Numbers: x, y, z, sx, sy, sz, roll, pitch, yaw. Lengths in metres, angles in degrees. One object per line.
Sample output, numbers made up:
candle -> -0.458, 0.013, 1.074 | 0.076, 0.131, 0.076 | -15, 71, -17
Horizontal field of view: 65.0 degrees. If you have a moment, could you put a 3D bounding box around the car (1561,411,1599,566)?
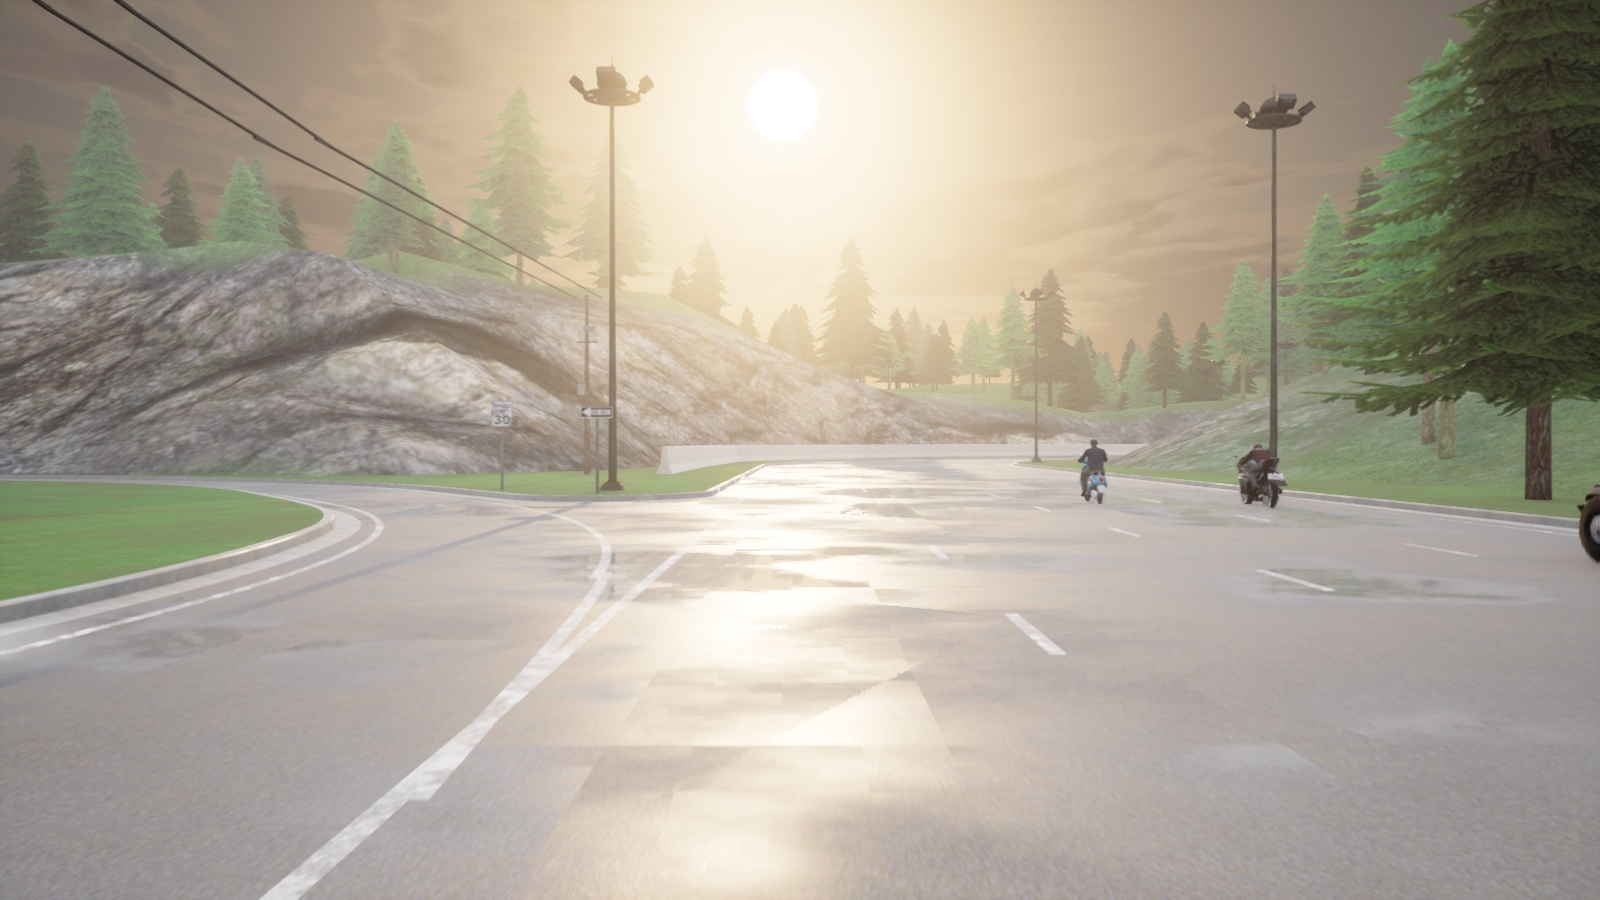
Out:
car -> 10.606, 0.472, 14.004 | 1.905, 1.878, 3.866 | 0, 0, 0

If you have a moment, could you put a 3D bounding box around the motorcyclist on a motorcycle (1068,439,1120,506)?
motorcyclist on a motorcycle -> 7.215, 0.530, 30.942 | 0.866, 1.590, 1.817 | 0, 0, 0

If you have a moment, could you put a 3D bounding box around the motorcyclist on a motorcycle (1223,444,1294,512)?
motorcyclist on a motorcycle -> 10.705, 0.624, 29.390 | 0.866, 1.530, 2.191 | 0, 0, 0
